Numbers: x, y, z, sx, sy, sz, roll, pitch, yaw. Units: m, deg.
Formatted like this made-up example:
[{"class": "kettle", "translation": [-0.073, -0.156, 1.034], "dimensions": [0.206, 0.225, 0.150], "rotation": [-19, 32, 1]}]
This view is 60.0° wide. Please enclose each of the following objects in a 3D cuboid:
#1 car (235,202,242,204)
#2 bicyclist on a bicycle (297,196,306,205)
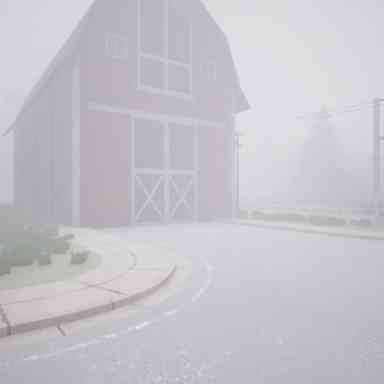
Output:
[{"class": "car", "translation": [4.093, 1.496, 40.683], "dimensions": [2.128, 1.511, 4.902], "rotation": [0, 0, -35]}, {"class": "bicyclist on a bicycle", "translation": [13.338, 1.294, 40.263], "dimensions": [1.656, 1.620, 0.582], "rotation": [46, -25, -24]}]
